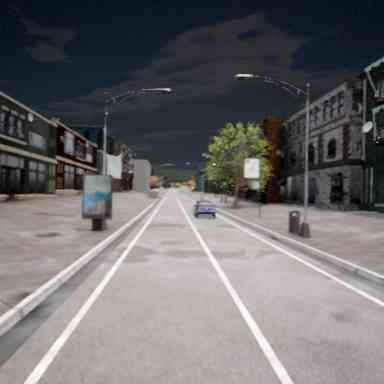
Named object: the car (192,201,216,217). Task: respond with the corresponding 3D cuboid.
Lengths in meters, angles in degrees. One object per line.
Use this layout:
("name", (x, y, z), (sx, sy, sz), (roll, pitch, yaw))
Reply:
("car", (1.076, 1.488, 30.469), (2.033, 1.411, 5.357), (1, 0, -3))
